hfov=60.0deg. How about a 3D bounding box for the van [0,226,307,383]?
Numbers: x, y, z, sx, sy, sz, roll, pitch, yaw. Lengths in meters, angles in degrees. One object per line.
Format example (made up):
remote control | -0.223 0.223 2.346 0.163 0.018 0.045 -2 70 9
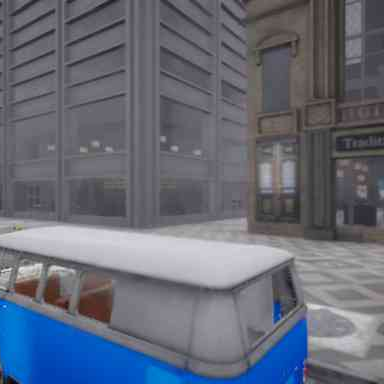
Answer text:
van | -0.837 1.343 3.561 3.998 1.788 1.690 0 0 36
